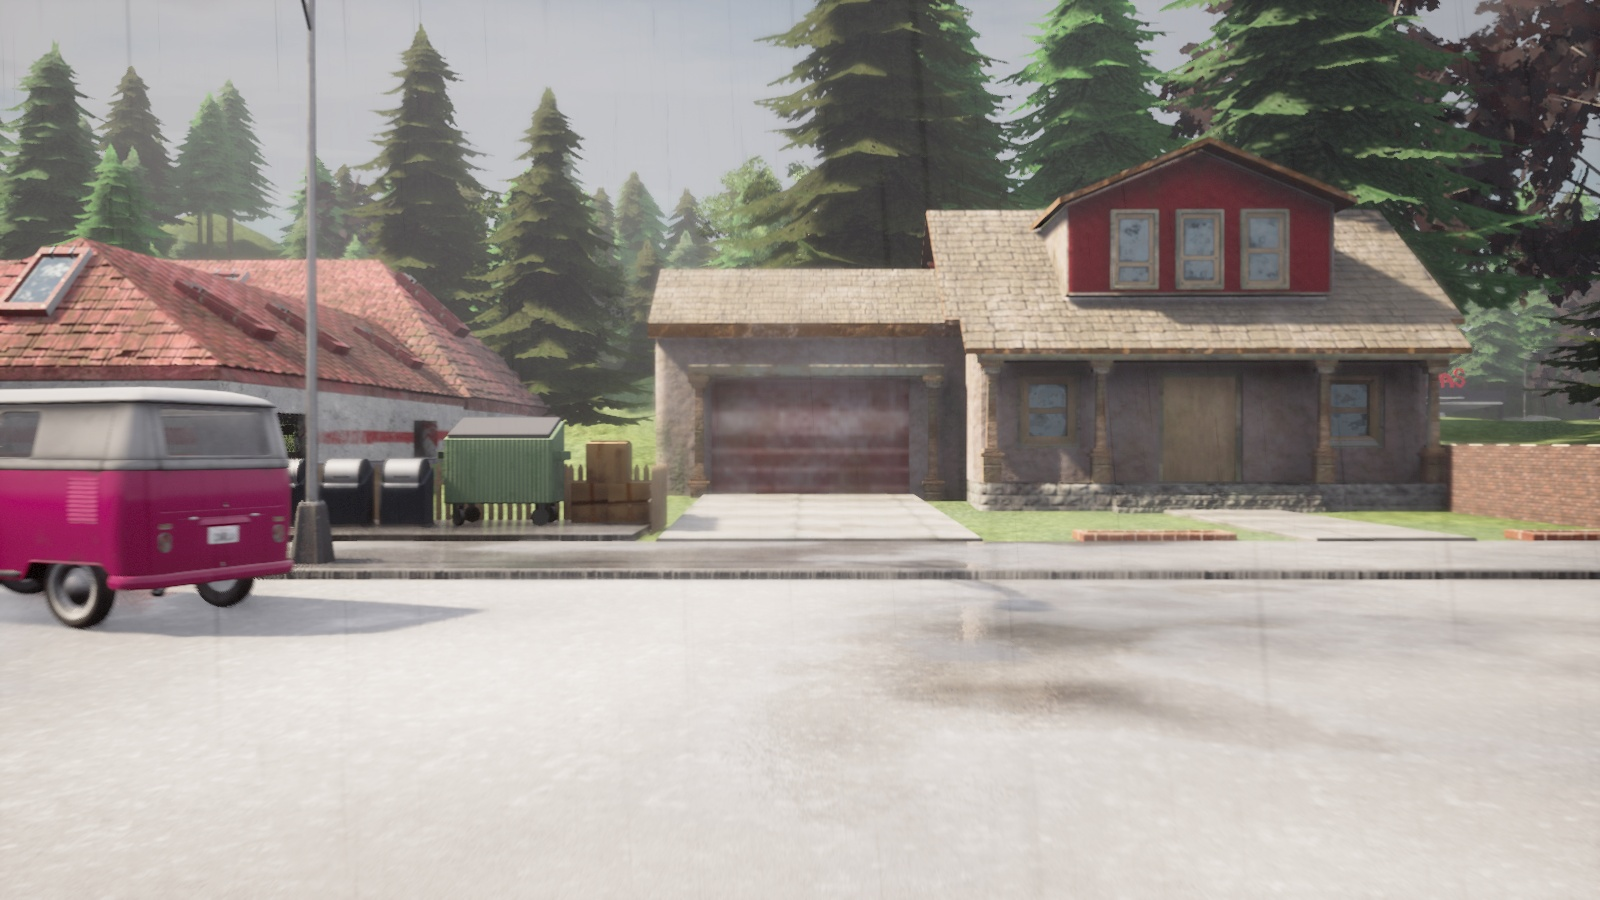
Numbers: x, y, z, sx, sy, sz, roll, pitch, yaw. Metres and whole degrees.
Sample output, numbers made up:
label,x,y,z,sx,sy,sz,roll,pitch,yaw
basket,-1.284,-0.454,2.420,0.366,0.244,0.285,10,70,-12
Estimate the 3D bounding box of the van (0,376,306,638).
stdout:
label,x,y,z,sx,sy,sz,roll,pitch,yaw
van,-6.798,0.429,11.174,4.442,1.987,1.775,0,0,21
